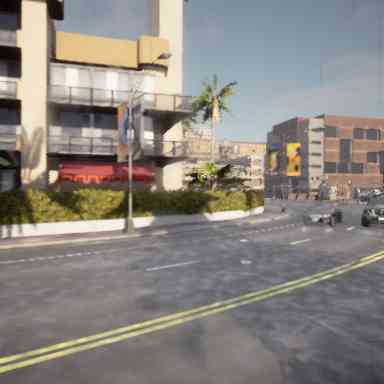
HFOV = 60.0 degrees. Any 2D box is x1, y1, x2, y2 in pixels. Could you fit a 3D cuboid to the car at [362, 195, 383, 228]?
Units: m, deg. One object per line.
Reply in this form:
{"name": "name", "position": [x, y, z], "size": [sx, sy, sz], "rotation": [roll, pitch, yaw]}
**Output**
{"name": "car", "position": [12.673, 1.213, 21.859], "size": [2.150, 2.045, 5.566], "rotation": [1, 1, 34]}

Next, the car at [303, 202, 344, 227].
{"name": "car", "position": [9.231, 1.472, 23.143], "size": [2.128, 1.511, 4.902], "rotation": [0, 0, 35]}
